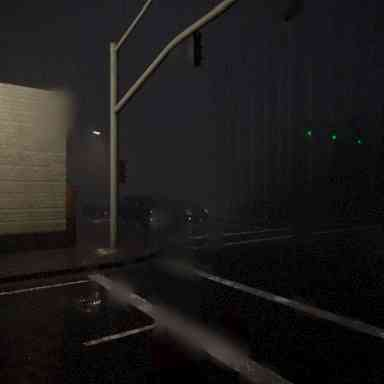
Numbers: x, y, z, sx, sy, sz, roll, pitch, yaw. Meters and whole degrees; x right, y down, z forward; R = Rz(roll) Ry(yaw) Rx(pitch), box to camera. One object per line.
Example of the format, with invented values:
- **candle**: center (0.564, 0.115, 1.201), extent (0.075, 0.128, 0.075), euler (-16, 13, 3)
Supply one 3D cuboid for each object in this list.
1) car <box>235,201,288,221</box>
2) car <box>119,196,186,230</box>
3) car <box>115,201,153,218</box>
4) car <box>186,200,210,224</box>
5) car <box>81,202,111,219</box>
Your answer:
- **car**: center (5.817, 1.533, 28.386), extent (1.882, 1.535, 5.008), euler (0, 0, -36)
- **car**: center (-3.040, 1.277, 22.372), extent (2.150, 2.045, 5.566), euler (0, 0, -36)
- **car**: center (-5.687, 1.619, 32.115), extent (1.994, 1.385, 4.181), euler (0, 0, -35)
- **car**: center (-0.671, 1.407, 25.084), extent (2.097, 1.767, 4.553), euler (0, 0, -35)
- **car**: center (-8.502, 1.619, 30.041), extent (1.994, 1.385, 4.181), euler (0, 0, -35)
